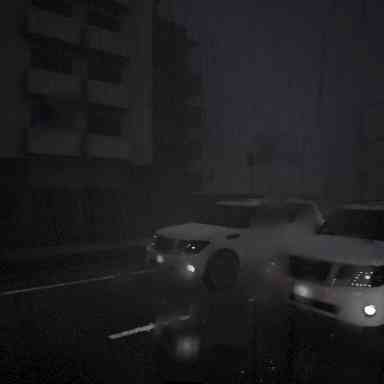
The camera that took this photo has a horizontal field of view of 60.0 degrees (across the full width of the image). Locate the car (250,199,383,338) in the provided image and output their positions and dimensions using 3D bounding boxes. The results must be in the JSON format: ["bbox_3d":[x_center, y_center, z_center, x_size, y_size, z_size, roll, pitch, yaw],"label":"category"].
[{"bbox_3d":[3.994,1.218,6.808,5.566,2.045,2.150,0,0,-35],"label":"car"}]

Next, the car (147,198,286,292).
[{"bbox_3d":[1.519,1.216,9.347,5.566,2.045,2.150,0,0,-35],"label":"car"}]

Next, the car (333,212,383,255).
[{"bbox_3d":[8.160,1.587,13.990,4.718,1.301,1.895,0,0,-36],"label":"car"}]
